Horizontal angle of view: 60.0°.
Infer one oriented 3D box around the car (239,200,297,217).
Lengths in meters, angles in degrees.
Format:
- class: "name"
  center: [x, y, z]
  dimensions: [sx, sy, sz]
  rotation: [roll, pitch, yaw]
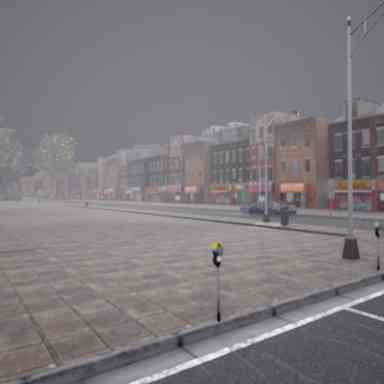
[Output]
- class: "car"
  center: [6.605, 1.415, 29.364]
  dimensions: [2.033, 1.411, 5.357]
  rotation: [-1, 0, -36]
